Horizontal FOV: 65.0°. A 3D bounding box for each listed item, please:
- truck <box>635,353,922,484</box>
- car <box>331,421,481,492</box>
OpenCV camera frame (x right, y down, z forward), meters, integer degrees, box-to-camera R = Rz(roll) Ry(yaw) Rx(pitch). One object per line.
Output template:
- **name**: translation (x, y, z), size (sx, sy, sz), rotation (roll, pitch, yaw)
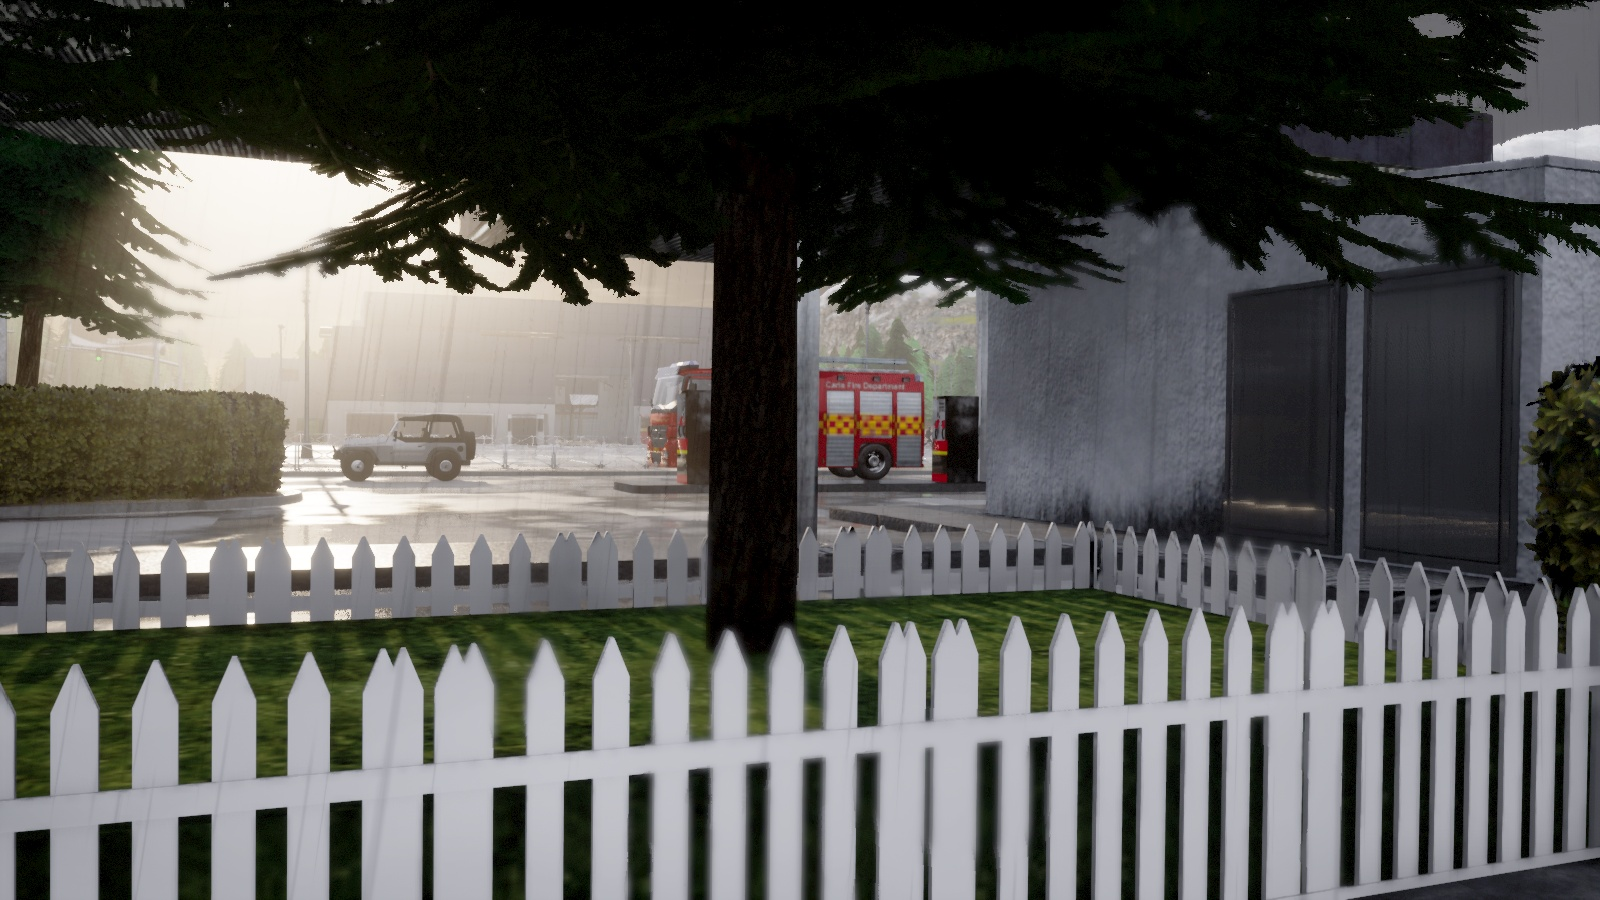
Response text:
- **truck**: translation (-0.645, -0.999, 39.351), size (8.468, 3.827, 2.891), rotation (-1, 1, -21)
- **car**: translation (-11.099, 0.139, 35.337), size (3.866, 1.878, 1.905), rotation (-1, 1, -21)
